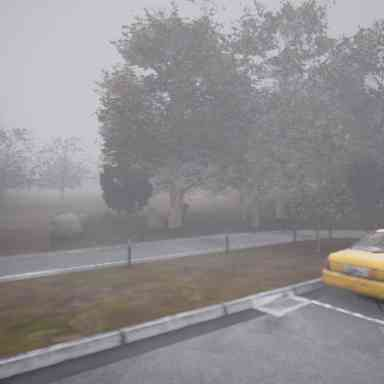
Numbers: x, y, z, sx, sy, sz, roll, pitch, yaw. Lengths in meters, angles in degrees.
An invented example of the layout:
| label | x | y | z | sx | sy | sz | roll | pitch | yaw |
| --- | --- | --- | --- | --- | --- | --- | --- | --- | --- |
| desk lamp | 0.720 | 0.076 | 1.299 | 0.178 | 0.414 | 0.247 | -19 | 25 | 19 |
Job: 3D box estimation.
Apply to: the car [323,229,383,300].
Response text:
| label | x | y | z | sx | sy | sz | roll | pitch | yaw |
| --- | --- | --- | --- | --- | --- | --- | --- | --- | --- |
| car | 5.333 | 1.473 | 7.849 | 5.366 | 1.575 | 1.946 | -1 | 0 | -33 |
